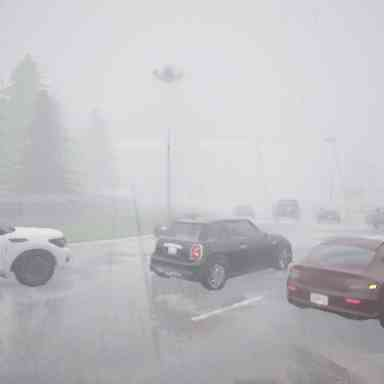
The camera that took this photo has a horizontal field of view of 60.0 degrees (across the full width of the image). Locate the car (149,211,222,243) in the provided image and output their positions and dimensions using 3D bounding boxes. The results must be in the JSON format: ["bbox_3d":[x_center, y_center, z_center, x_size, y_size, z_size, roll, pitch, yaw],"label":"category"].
[{"bbox_3d":[-0.276,1.861,18.867,1.994,1.385,4.181,-1,-1,37],"label":"car"}]

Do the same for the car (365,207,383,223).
[{"bbox_3d":[14.096,1.836,24.514,2.128,1.511,4.902,0,-1,19],"label":"car"}]

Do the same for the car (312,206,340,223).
[{"bbox_3d":[11.986,1.959,29.851,1.812,1.442,4.674,0,-1,12],"label":"car"}]

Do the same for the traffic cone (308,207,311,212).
[{"bbox_3d":[17.564,2.685,50.012,0.340,0.580,0.340,0,-1,-6],"label":"traffic cone"}]

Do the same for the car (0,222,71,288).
[{"bbox_3d":[-5.947,1.370,8.147,5.566,2.045,2.150,0,-1,-36],"label":"car"}]

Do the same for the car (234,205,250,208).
[{"bbox_3d":[5.876,2.149,38.560,1.994,1.385,4.181,0,-1,0],"label":"car"}]

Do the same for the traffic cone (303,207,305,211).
[{"bbox_3d":[17.368,2.716,52.002,0.340,0.580,0.340,0,-1,-6],"label":"traffic cone"}]

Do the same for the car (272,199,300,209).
[{"bbox_3d":[9.031,1.697,32.087,2.150,2.045,5.566,0,-1,9],"label":"car"}]

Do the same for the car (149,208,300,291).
[{"bbox_3d":[1.042,1.504,9.770,4.553,1.767,2.097,1,-1,-44],"label":"car"}]

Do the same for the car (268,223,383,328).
[{"bbox_3d":[3.757,1.630,7.135,4.674,1.442,1.812,1,-1,-44],"label":"car"}]

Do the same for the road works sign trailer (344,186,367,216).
[{"bbox_3d":[19.927,1.051,41.226,2.380,3.560,2.880,0,-1,-6],"label":"road works sign trailer"}]
